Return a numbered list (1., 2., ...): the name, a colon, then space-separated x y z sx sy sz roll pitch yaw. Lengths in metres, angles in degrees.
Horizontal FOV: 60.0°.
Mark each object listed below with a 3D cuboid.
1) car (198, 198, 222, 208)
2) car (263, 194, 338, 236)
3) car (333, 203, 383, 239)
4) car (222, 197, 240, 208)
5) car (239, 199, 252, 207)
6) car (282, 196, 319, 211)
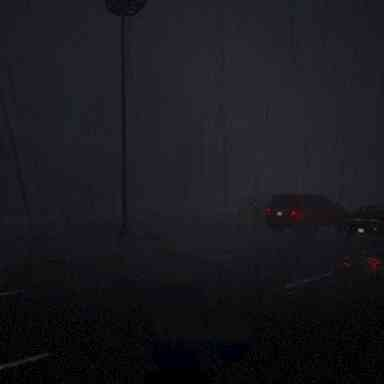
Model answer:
1. car: 2.946 1.415 43.622 1.895 1.301 4.718 0 0 44
2. car: 6.249 1.110 17.776 5.566 2.045 2.150 -1 0 -41
3. car: 8.913 1.370 15.464 4.902 1.511 2.128 -1 0 -40
4. car: 6.473 1.272 42.248 1.882 1.535 5.008 0 0 44
5. car: 8.006 1.397 38.791 1.895 1.301 4.718 0 0 44
6. car: 12.630 1.256 38.565 2.128 1.511 4.902 0 0 43
